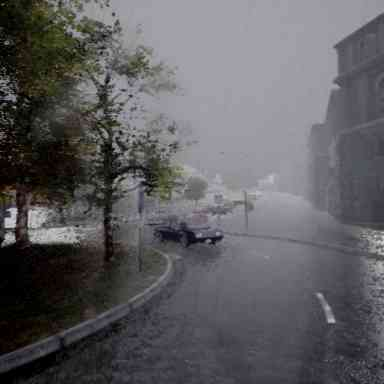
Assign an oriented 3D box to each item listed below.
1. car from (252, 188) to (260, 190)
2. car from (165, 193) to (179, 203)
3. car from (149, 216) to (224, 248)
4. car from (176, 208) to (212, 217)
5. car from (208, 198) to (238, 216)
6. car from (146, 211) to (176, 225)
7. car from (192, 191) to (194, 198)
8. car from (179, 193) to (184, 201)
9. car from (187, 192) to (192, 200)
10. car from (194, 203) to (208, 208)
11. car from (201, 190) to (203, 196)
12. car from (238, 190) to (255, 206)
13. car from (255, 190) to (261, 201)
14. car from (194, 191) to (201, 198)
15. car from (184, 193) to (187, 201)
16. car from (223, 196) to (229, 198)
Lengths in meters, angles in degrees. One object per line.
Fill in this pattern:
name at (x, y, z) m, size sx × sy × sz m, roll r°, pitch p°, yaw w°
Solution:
car at (14.628, 0.094, 76.170) m, size 2.150 × 2.045 × 5.566 m, roll -1°, pitch 2°, yaw 13°
car at (-5.610, 1.591, 66.112) m, size 4.792 × 1.488 × 2.163 m, roll -3°, pitch 2°, yaw -3°
car at (-0.377, 2.244, 18.496) m, size 1.895 × 1.301 × 4.718 m, roll 0°, pitch -2°, yaw -32°
car at (0.279, 2.515, 30.333) m, size 1.895 × 1.301 × 4.718 m, roll -2°, pitch 0°, yaw 11°
car at (3.880, 2.035, 41.203) m, size 1.837 × 1.490 × 4.892 m, roll -2°, pitch 2°, yaw 21°
car at (-2.668, 2.547, 32.050) m, size 2.033 × 1.411 × 5.357 m, roll -2°, pitch 0°, yaw 16°
car at (-2.499, 0.948, 77.496) m, size 4.553 × 1.767 × 2.185 m, roll -3°, pitch 1°, yaw -5°
car at (-4.753, 1.435, 68.949) m, size 4.892 × 1.521 × 2.231 m, roll -3°, pitch 2°, yaw -4°
car at (-3.196, 1.190, 74.643) m, size 5.008 × 1.535 × 2.097 m, roll -3°, pitch 2°, yaw -5°
car at (1.600, 2.108, 43.687) m, size 1.994 × 1.385 × 4.181 m, roll -2°, pitch 2°, yaw 20°
car at (-0.396, 0.727, 86.109) m, size 4.892 × 1.521 × 2.231 m, roll -3°, pitch 2°, yaw -7°
car at (8.278, 1.165, 53.913) m, size 2.150 × 2.045 × 5.566 m, roll -2°, pitch 1°, yaw 18°
car at (12.043, 0.913, 66.393) m, size 2.128 × 1.511 × 4.902 m, roll -2°, pitch 2°, yaw 15°
car at (-1.056, 0.840, 83.230) m, size 4.892 × 1.521 × 2.231 m, roll -3°, pitch 2°, yaw -6°
car at (-3.967, 1.352, 71.800) m, size 4.674 × 1.452 × 2.002 m, roll -3°, pitch 1°, yaw -4°
car at (6.193, 1.403, 57.184) m, size 1.882 × 1.535 × 5.008 m, roll -2°, pitch 1°, yaw 18°
